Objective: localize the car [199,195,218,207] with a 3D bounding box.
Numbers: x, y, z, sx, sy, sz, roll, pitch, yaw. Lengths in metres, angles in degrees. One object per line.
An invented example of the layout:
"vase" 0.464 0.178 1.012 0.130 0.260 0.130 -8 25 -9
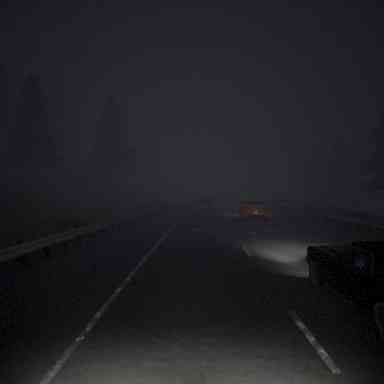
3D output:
"car" 2.074 1.197 46.064 1.882 1.535 5.008 0 0 8

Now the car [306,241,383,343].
"car" 3.713 1.565 6.195 1.895 1.301 4.718 0 0 1

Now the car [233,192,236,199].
"car" 9.036 0.738 77.040 2.097 1.767 4.553 0 0 12

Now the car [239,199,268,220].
"car" 4.780 1.319 26.362 1.882 1.535 5.008 0 0 5

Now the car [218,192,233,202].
"car" 5.961 0.973 62.407 2.097 1.767 4.553 0 0 11
